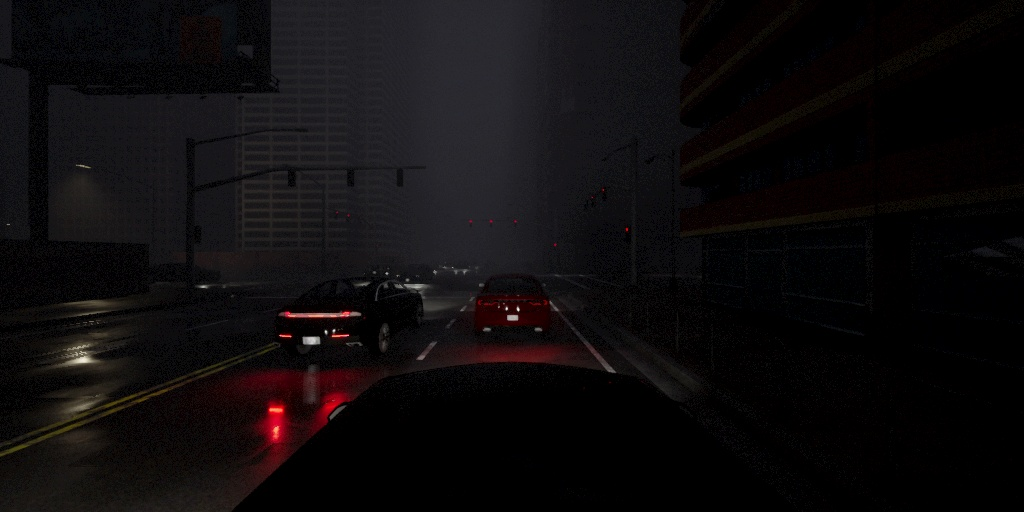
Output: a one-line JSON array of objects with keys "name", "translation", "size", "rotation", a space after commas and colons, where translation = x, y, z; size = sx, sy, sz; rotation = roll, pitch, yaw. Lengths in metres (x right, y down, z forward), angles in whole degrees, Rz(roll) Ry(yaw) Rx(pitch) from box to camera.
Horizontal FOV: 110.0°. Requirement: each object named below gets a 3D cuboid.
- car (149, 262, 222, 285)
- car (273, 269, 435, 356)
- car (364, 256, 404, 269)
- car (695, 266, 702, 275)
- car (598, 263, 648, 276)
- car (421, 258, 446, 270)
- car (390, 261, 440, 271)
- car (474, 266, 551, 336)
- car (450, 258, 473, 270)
[{"name": "car", "translation": [-23.942, 1.228, 25.988], "size": [5.008, 1.535, 1.882], "rotation": [0, 0, 0]}, {"name": "car", "translation": [-3.477, 1.242, 8.592], "size": [2.128, 1.511, 4.902], "rotation": [0, 0, -1]}, {"name": "car", "translation": [-10.818, 0.974, 30.908], "size": [2.150, 2.045, 5.566], "rotation": [0, 0, 0]}, {"name": "car", "translation": [21.448, 1.228, 36.741], "size": [5.008, 1.535, 1.882], "rotation": [0, 0, 0]}, {"name": "car", "translation": [11.322, 1.351, 36.790], "size": [4.718, 1.301, 1.895], "rotation": [0, 0, 2]}, {"name": "car", "translation": [-10.973, 1.314, 50.104], "size": [1.994, 1.385, 4.181], "rotation": [0, 0, 0]}, {"name": "car", "translation": [-7.292, 1.297, 27.597], "size": [2.033, 1.411, 5.357], "rotation": [0, 0, 0]}, {"name": "car", "translation": [0.011, 1.228, 10.481], "size": [1.882, 1.535, 5.008], "rotation": [0, 0, 0]}, {"name": "car", "translation": [-7.483, 1.297, 53.722], "size": [2.033, 1.411, 5.357], "rotation": [0, 0, 0]}]
